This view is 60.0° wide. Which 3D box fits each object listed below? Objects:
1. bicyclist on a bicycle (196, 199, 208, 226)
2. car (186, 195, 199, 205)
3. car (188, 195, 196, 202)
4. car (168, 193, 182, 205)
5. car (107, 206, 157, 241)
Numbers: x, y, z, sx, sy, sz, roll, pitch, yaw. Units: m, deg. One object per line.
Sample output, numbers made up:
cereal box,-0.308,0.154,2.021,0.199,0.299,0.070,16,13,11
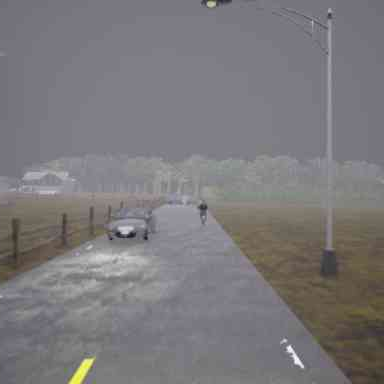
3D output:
bicyclist on a bicycle,0.749,1.354,21.724,0.659,1.776,1.843,0,0,0
car,0.059,1.439,56.377,2.128,1.511,4.902,0,0,0
car,-0.020,1.413,74.350,1.837,1.490,4.892,0,0,0
car,-2.817,1.167,57.241,2.150,2.045,5.566,0,0,1
car,-2.854,1.480,16.666,2.128,1.511,4.902,0,0,0
